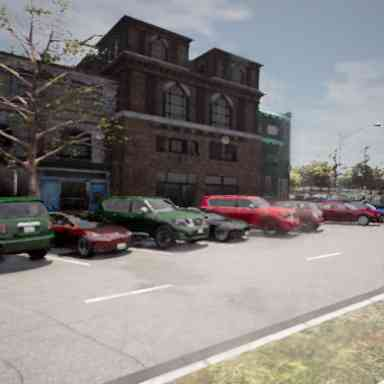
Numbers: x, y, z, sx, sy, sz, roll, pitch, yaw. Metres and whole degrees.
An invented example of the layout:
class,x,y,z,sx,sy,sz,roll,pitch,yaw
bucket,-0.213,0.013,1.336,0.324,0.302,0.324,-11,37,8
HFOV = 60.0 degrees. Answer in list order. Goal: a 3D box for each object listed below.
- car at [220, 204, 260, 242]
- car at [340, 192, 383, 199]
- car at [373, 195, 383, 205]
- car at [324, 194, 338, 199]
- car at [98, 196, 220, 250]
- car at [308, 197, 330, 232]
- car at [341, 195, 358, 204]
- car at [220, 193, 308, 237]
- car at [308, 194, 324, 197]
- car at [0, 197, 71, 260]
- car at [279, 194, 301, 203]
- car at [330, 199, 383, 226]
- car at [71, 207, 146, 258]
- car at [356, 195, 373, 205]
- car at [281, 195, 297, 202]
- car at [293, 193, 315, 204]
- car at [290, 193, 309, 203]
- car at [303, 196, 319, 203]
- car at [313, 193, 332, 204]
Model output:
class,x,y,z,sx,sy,sz,roll,pitch,yaw
car,0.514,1.494,16.302,4.792,1.488,2.163,-1,-1,35
car,15.220,1.205,26.770,5.566,2.045,2.435,-1,0,35
car,35.158,1.520,61.878,2.185,1.767,4.553,1,-2,35
car,22.175,1.174,50.910,2.002,1.452,4.674,1,0,35
car,-1.936,1.213,14.565,5.566,2.045,2.435,-1,-1,35
car,5.415,1.340,19.775,4.553,1.767,2.185,-1,-1,35
car,31.752,1.524,66.897,2.185,1.767,4.553,1,-2,35
car,2.965,1.214,18.050,5.566,2.045,2.435,-1,-1,35
car,20.489,1.135,53.340,2.231,1.521,4.892,0,-1,35
car,-6.886,1.213,11.101,5.566,2.045,2.435,-1,-1,35
car,17.227,1.136,58.365,1.946,1.575,5.366,0,-1,35
car,10.310,1.467,23.277,5.008,1.535,2.097,-1,-1,35
car,-4.383,1.494,12.816,4.792,1.488,2.163,-1,-1,35
car,33.479,1.523,64.411,2.185,1.767,4.553,1,-2,35
car,23.122,1.652,79.296,2.231,1.521,4.892,1,-2,35
car,18.791,1.009,55.754,2.185,1.767,4.553,0,-1,35
car,24.885,1.401,76.843,2.435,2.045,5.566,1,-2,35
car,26.559,1.679,74.300,2.163,1.488,4.792,1,-2,35
car,28.291,1.397,71.822,2.435,2.045,5.566,1,-2,35
